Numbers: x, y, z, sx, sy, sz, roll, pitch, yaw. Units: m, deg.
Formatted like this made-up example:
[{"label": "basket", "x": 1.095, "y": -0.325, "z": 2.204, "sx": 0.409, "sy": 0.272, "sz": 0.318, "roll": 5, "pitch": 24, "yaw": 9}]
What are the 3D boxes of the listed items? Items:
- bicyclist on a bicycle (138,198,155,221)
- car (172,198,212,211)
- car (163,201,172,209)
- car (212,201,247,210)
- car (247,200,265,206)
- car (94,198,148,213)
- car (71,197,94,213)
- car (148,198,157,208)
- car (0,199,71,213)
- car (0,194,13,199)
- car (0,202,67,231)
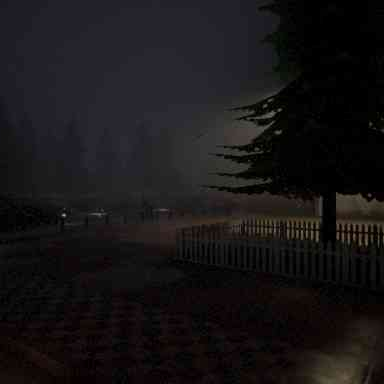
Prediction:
[{"label": "bicyclist on a bicycle", "x": -3.355, "y": 1.302, "z": 24.352, "sx": 1.656, "sy": 1.620, "sz": 0.582, "roll": 0, "pitch": 0, "yaw": 35}, {"label": "car", "x": 0.072, "y": 1.504, "z": 41.717, "sx": 1.837, "sy": 1.490, "sz": 4.892, "roll": 0, "pitch": 0, "yaw": 35}, {"label": "car", "x": -1.650, "y": 1.547, "z": 45.645, "sx": 2.033, "sy": 1.411, "sz": 5.357, "roll": 0, "pitch": 0, "yaw": 36}, {"label": "car", "x": 4.498, "y": 1.547, "z": 41.900, "sx": 2.033, "sy": 1.411, "sz": 5.357, "roll": 0, "pitch": 0, "yaw": 35}, {"label": "car", "x": 10.924, "y": 1.564, "z": 56.952, "sx": 1.994, "sy": 1.385, "sz": 4.181, "roll": 0, "pitch": 0, "yaw": 35}, {"label": "car", "x": -7.817, "y": 1.547, "z": 37.015, "sx": 2.033, "sy": 1.411, "sz": 5.357, "roll": 0, "pitch": 0, "yaw": 35}, {"label": "car", "x": -12.549, "y": 1.352, "z": 36.406, "sx": 2.097, "sy": 1.767, "sz": 4.553, "roll": 0, "pitch": 0, "yaw": 36}, {"label": "car", "x": -6.605, "y": 1.526, "z": 44.741, "sx": 1.812, "sy": 1.442, "sz": 4.674, "roll": 0, "pitch": 0, "yaw": 36}, {"label": "car", "x": -13.661, "y": 1.547, "z": 28.817, "sx": 2.033, "sy": 1.411, "sz": 5.357, "roll": 0, "pitch": 0, "yaw": 35}, {"label": "car", "x": -18.148, "y": 1.222, "z": 28.551, "sx": 2.150, "sy": 2.045, "sz": 5.566, "roll": 0, "pitch": 0, "yaw": 35}, {"label": "car", "x": -10.585, "y": 1.525, "z": 20.766, "sx": 1.812, "sy": 1.442, "sz": 4.674, "roll": 0, "pitch": 0, "yaw": 35}]
